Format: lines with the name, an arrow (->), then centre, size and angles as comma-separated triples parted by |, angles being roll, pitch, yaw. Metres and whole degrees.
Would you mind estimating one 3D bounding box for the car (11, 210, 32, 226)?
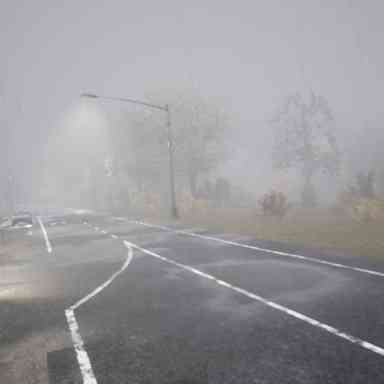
car -> -18.101, 2.702, 35.400 | 2.033, 1.411, 5.357 | -4, 0, -26
